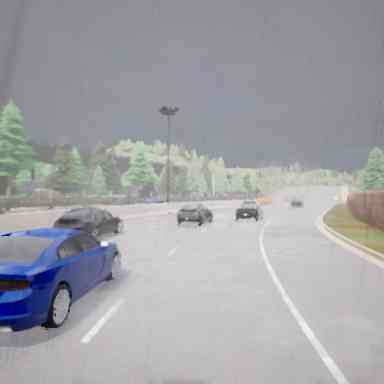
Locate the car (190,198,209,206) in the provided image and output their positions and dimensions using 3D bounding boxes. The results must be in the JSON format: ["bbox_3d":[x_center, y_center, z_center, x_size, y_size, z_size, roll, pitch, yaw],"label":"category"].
[{"bbox_3d":[1.455,1.915,64.002,1.882,1.535,5.008,0,0,25],"label":"car"}]

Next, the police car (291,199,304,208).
[{"bbox_3d":[19.341,2.022,61.013,1.930,1.638,5.238,0,-1,25],"label":"police car"}]

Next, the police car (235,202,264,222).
[{"bbox_3d":[5.163,1.700,29.504,1.930,1.638,5.238,0,-1,18],"label":"police car"}]

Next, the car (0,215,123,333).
[{"bbox_3d":[-2.992,1.493,7.034,1.882,1.535,5.008,0,0,4],"label":"car"}]

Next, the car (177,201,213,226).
[{"bbox_3d":[0.310,1.646,24.907,2.128,1.511,4.902,0,0,16],"label":"car"}]

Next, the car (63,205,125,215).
[{"bbox_3d":[-5.140,1.562,17.124,1.837,1.490,4.892,0,0,10],"label":"car"}]
